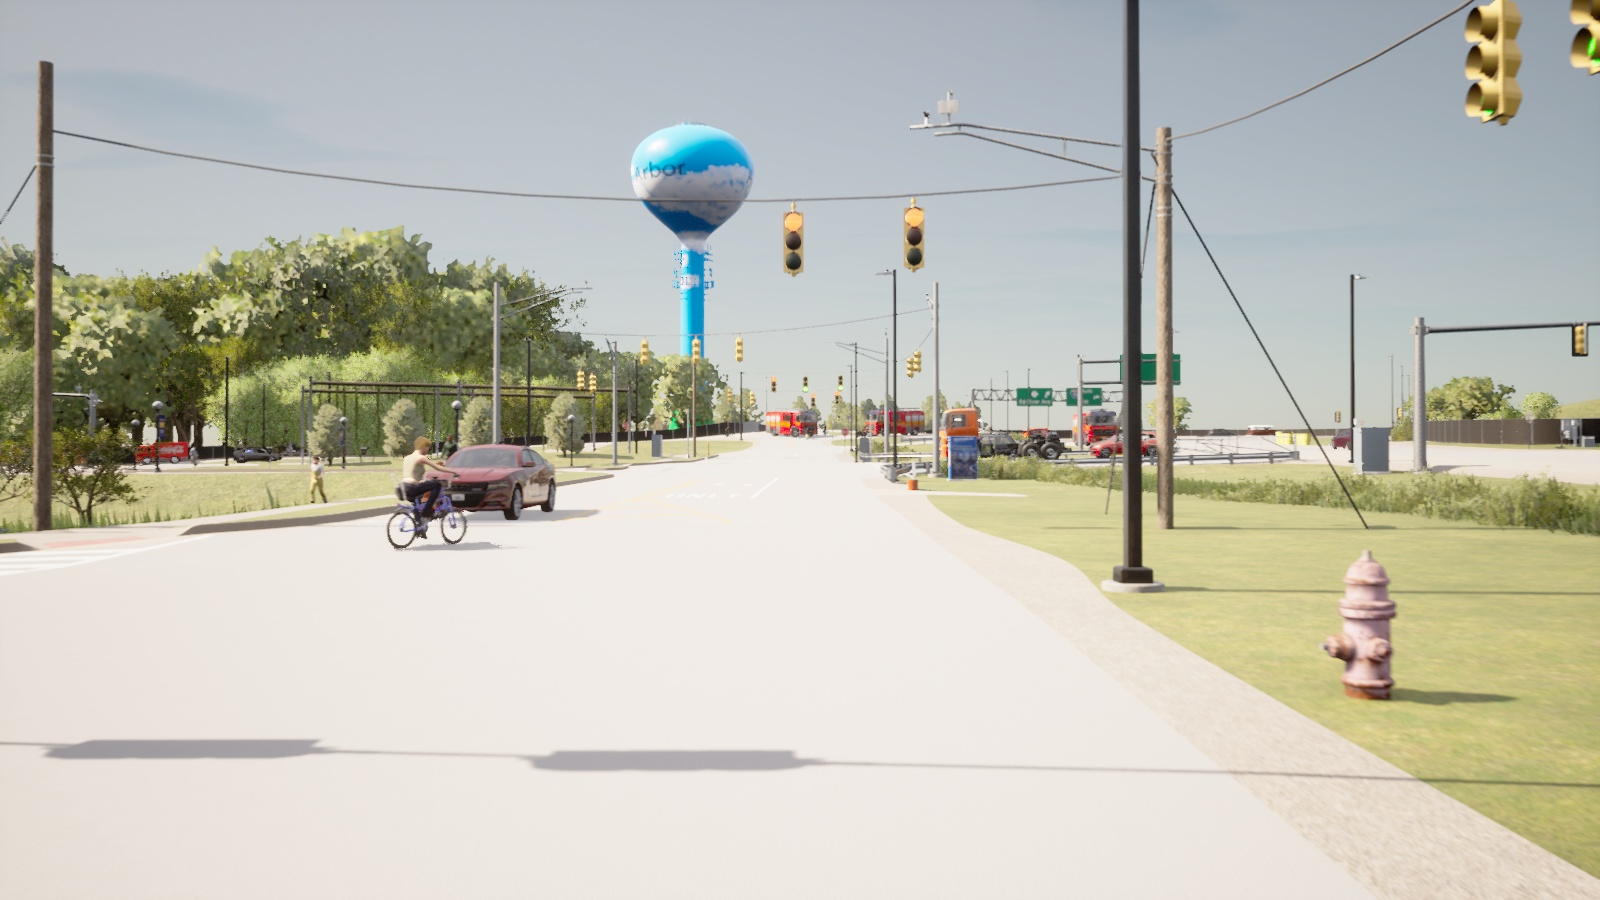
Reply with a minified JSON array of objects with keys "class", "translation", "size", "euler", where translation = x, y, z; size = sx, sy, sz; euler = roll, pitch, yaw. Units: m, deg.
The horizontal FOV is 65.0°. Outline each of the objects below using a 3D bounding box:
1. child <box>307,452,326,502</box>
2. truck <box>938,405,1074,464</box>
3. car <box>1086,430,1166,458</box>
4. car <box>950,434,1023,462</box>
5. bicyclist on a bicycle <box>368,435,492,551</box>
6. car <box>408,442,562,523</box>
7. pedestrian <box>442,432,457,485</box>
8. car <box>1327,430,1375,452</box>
[{"class":"child","translation":[-12.215,0.676,31.717],"size":[0.270,1.263,0.437],"euler":[0,-1,4]},{"class":"truck","translation":[12.695,-0.964,77.868],"size":[7.936,3.462,2.891],"euler":[-1,1,1]},{"class":"car","translation":[21.057,-0.399,81.215],"size":[4.611,1.667,2.242],"euler":[-2,1,1]},{"class":"car","translation":[12.050,-0.158,81.489],"size":[4.553,1.767,2.097],"euler":[0,1,4]},{"class":"bicyclist on a bicycle","translation":[-5.382,0.601,18.318],"size":[0.866,1.612,1.509],"euler":[-1,-1,33]},{"class":"car","translation":[-6.448,0.608,26.318],"size":[1.882,1.535,5.008],"euler":[0,0,1]},{"class":"pedestrian","translation":[-12.189,0.289,43.705],"size":[0.353,1.847,0.614],"euler":[0,-1,0]},{"class":"car","translation":[39.870,-0.656,90.944],"size":[1.845,1.501,3.633],"euler":[0,1,0]}]
